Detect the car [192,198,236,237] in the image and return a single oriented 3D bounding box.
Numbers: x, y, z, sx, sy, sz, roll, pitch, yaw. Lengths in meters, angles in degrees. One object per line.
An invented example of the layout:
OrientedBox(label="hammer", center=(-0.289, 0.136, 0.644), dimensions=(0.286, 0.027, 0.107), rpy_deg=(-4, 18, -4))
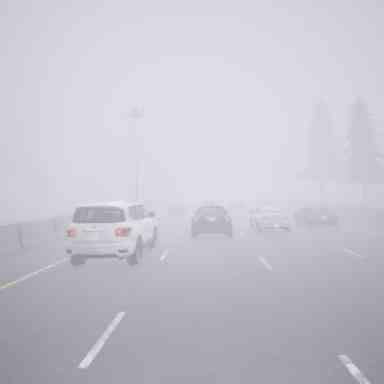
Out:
OrientedBox(label="car", center=(1.101, 1.465, 18.899), dimensions=(2.097, 1.767, 4.553), rpy_deg=(-1, 0, 3))

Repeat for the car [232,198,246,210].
OrientedBox(label="car", center=(5.780, 1.487, 42.980), dimensions=(1.812, 1.442, 4.674), rpy_deg=(-1, 1, 3))

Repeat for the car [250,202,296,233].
OrientedBox(label="car", center=(4.673, 1.581, 20.245), dimensions=(1.812, 1.442, 4.674), rpy_deg=(-1, 0, 3))

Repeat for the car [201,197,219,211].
OrientedBox(label="car", center=(2.254, 1.520, 42.528), dimensions=(2.128, 1.511, 4.902), rpy_deg=(-1, 1, 3))

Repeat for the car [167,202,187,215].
OrientedBox(label="car", center=(-1.554, 1.737, 36.236), dimensions=(1.895, 1.301, 4.718), rpy_deg=(-1, 0, 3))

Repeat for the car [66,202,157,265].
OrientedBox(label="car", center=(-2.722, 1.374, 12.420), dimensions=(2.150, 2.045, 5.566), rpy_deg=(-1, 0, 3))

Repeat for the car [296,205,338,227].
OrientedBox(label="car", center=(8.297, 1.561, 22.701), dimensions=(1.994, 1.385, 4.181), rpy_deg=(-1, 0, 3))

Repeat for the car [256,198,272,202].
OrientedBox(label="car", center=(9.268, 1.468, 42.640), dimensions=(1.994, 1.385, 4.181), rpy_deg=(-1, 1, 3))
